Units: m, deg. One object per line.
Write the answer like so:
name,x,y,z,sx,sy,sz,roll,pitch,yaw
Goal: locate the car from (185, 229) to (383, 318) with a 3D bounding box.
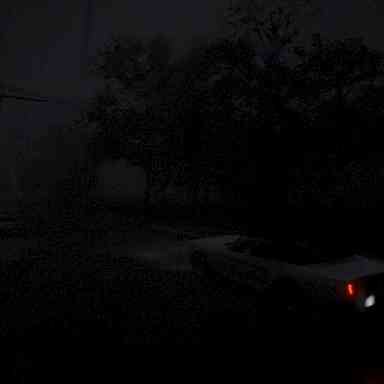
car,1.734,1.472,7.299,1.895,1.301,4.718,-1,1,-31
